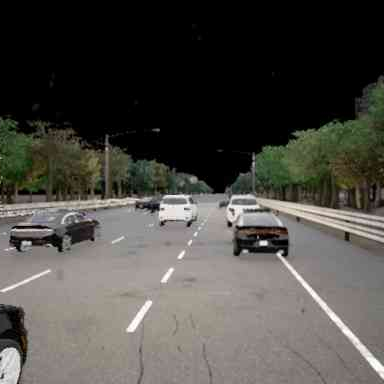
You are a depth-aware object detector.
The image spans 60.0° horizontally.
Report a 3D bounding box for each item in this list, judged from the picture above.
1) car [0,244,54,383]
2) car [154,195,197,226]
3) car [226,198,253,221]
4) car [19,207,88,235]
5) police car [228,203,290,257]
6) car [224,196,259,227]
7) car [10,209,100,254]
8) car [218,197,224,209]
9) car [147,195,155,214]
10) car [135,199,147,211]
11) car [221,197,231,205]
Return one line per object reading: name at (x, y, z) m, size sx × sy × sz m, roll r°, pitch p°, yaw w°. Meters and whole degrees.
car at (-3.005, 1.486, 1.919) m, size 1.882 × 1.535 × 5.008 m, roll 0°, pitch 0°, yaw 5°
car at (-0.897, 1.278, 23.877) m, size 2.150 × 2.045 × 5.566 m, roll 0°, pitch 0°, yaw 6°
car at (4.077, 1.419, 29.069) m, size 2.097 × 1.767 × 4.553 m, roll 0°, pitch 0°, yaw 6°
car at (-8.269, 1.658, 20.363) m, size 1.895 × 1.301 × 4.718 m, roll 0°, pitch 0°, yaw 5°
police car at (2.555, 1.451, 13.302) m, size 1.930 × 1.638 × 5.238 m, roll 0°, pitch 0°, yaw 5°
car at (3.504, 1.275, 23.166) m, size 2.150 × 2.045 × 5.566 m, roll 0°, pitch 0°, yaw 6°
car at (-5.388, 1.529, 13.748) m, size 2.128 × 1.511 × 4.902 m, roll 0°, pitch 0°, yaw 5°
car at (4.790, 1.629, 47.079) m, size 1.837 × 1.490 × 4.892 m, roll 0°, pitch 0°, yaw 6°
car at (-3.119, 1.324, 37.194) m, size 2.150 × 2.045 × 5.566 m, roll 0°, pitch 0°, yaw 6°
car at (-6.024, 1.603, 43.401) m, size 1.882 × 1.535 × 5.008 m, roll 0°, pitch 0°, yaw 6°
car at (6.469, 1.701, 63.892) m, size 1.812 × 1.442 × 4.674 m, roll 0°, pitch 0°, yaw 6°
